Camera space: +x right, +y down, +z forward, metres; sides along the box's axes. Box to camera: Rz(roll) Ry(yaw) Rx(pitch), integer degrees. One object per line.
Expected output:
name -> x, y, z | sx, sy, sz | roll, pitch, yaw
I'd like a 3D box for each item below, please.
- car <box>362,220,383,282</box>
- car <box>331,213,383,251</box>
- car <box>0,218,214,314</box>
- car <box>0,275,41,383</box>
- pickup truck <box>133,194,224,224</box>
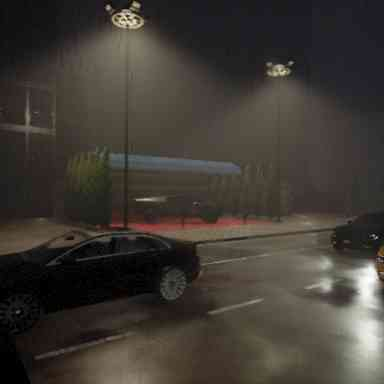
car -> 6.832, 1.572, 8.838 | 5.008, 1.535, 1.882 | 0, 0, -35
car -> 7.806, 1.605, 13.809 | 5.008, 1.535, 1.882 | 1, 0, -35
car -> -2.051, 1.512, 6.823 | 4.902, 1.511, 2.128 | 1, 0, -35
car -> -3.379, 1.584, 1.576 | 4.718, 1.301, 1.895 | 1, 0, -35
pickup truck -> -0.923, 1.174, 23.627 | 6.274, 2.098, 2.390 | 0, 0, -5
